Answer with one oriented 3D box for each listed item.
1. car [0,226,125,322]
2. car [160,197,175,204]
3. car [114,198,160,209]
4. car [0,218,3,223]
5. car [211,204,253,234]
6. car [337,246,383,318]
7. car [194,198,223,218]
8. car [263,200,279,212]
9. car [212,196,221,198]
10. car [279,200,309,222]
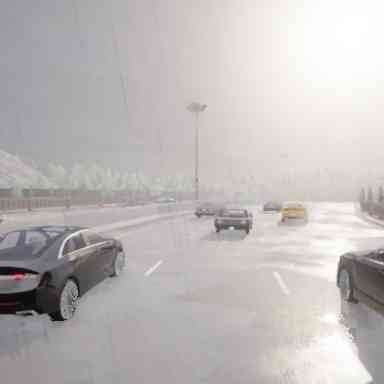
[{"bbox_3d":[-2.902,1.477,7.229,2.128,1.511,4.902,0,0,5],"label":"car"},{"bbox_3d":[-4.274,1.496,51.220,1.812,1.442,4.674,0,0,26],"label":"car"},{"bbox_3d":[-5.285,1.518,30.883,2.033,1.411,5.357,0,0,19],"label":"car"},{"bbox_3d":[-12.394,1.488,17.209,2.033,1.411,5.357,0,0,10],"label":"car"},{"bbox_3d":[2.567,1.608,19.549,1.895,1.301,4.718,0,0,13],"label":"car"},{"bbox_3d":[3.933,1.508,5.273,2.128,1.511,4.902,0,0,4],"label":"car"},{"bbox_3d":[1.802,1.549,29.526,2.033,1.411,5.357,0,0,19],"label":"car"},{"bbox_3d":[9.798,1.600,39.534,1.994,1.385,4.181,0,0,25],"label":"car"},{"bbox_3d":[4.344,1.535,60.961,1.812,1.442,4.674,0,0,26],"label":"car"},{"bbox_3d":[8.346,1.509,26.895,1.882,1.535,5.008,0,0,18],"label":"car"}]
